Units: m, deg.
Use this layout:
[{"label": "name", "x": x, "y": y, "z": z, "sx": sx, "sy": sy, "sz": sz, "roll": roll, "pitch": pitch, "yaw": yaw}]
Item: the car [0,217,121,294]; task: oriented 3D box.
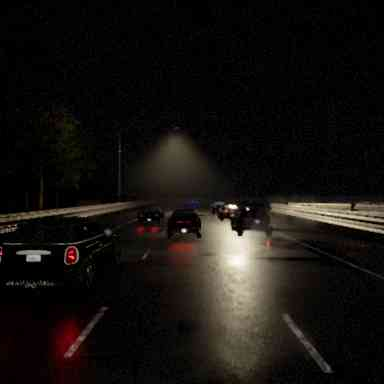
[{"label": "car", "x": -3.409, "y": 1.469, "z": 9.284, "sx": 2.097, "sy": 1.767, "sz": 4.553, "roll": 0, "pitch": -1, "yaw": 0}]

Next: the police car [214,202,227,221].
[{"label": "police car", "x": 3.471, "y": 1.867, "z": 30.999, "sx": 2.038, "sy": 1.542, "sz": 4.974, "roll": 0, "pitch": -1, "yaw": 0}]

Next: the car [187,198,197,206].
[{"label": "car", "x": -0.068, "y": 2.267, "z": 73.890, "sx": 2.097, "sy": 1.767, "sz": 4.553, "roll": 0, "pitch": -1, "yaw": 0}]

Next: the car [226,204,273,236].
[{"label": "car", "x": 3.481, "y": 1.673, "z": 20.000, "sx": 2.033, "sy": 1.649, "sz": 4.856, "roll": 0, "pitch": -1, "yaw": 0}]

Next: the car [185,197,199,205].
[{"label": "car", "x": 0.016, "y": 1.927, "z": 59.431, "sx": 2.150, "sy": 2.045, "sz": 5.566, "roll": 0, "pitch": -1, "yaw": 0}]

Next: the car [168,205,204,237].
[{"label": "car", "x": -0.352, "y": 1.745, "z": 19.655, "sx": 1.837, "sy": 1.490, "sz": 4.892, "roll": 0, "pitch": 0, "yaw": 1}]

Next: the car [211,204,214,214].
[{"label": "car", "x": 3.460, "y": 1.976, "z": 41.998, "sx": 2.128, "sy": 1.511, "sz": 4.902, "roll": 0, "pitch": -1, "yaw": 0}]

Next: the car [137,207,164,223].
[{"label": "car", "x": -3.428, "y": 1.938, "z": 28.685, "sx": 1.895, "sy": 1.301, "sz": 4.718, "roll": 0, "pitch": -1, "yaw": 0}]
